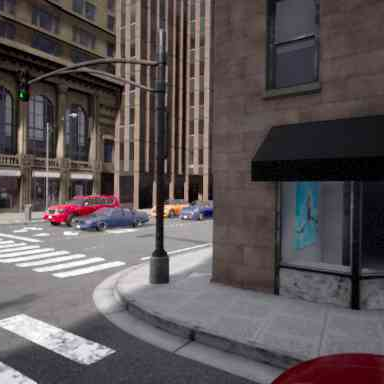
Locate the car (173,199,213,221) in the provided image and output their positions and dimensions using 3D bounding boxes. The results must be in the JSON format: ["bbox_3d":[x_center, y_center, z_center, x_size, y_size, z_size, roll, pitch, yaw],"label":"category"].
[{"bbox_3d":[0.748,1.550,29.958,2.097,1.767,4.553,1,0,35],"label":"car"}]

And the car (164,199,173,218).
[{"bbox_3d":[-1.862,1.504,31.896,2.097,1.767,4.553,1,0,35],"label":"car"}]

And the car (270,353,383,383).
[{"bbox_3d":[2.380,1.545,1.275,4.507,1.381,1.887,0,1,35],"label":"car"}]

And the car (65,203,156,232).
[{"bbox_3d":[-5.105,1.658,21.620,2.033,1.411,5.357,1,0,35],"label":"car"}]

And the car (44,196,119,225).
[{"bbox_3d":[-7.568,1.289,23.761,2.150,2.045,5.566,1,0,35],"label":"car"}]
